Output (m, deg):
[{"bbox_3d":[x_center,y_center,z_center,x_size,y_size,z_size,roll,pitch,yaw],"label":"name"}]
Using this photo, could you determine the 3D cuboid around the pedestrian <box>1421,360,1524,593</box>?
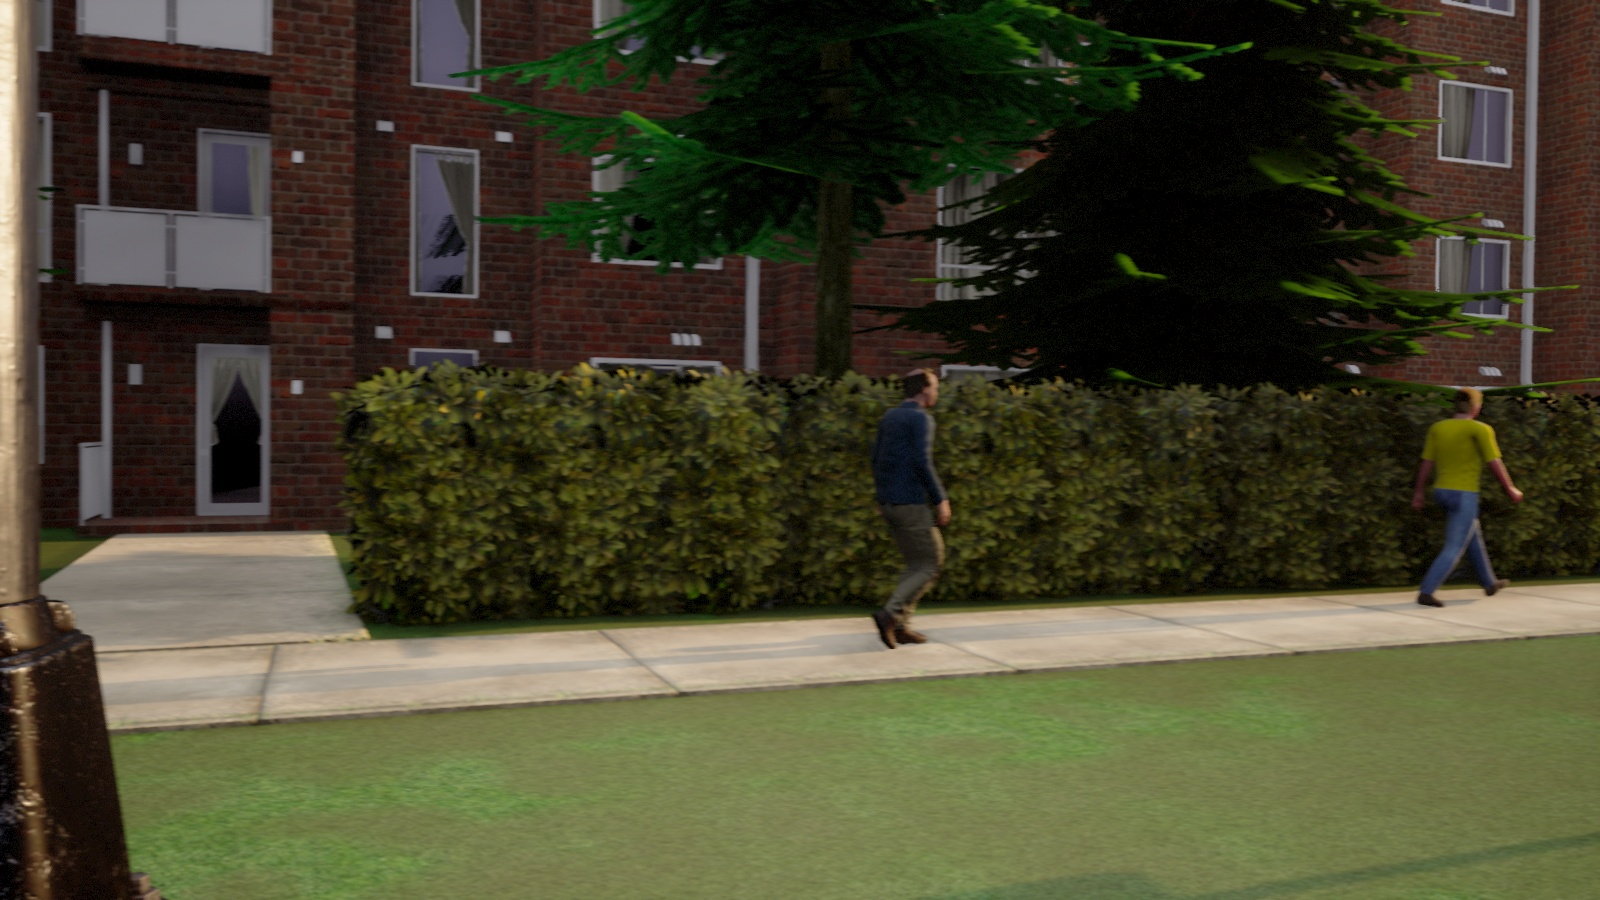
[{"bbox_3d":[5.460,0.202,10.196,0.706,1.836,0.354,-1,1,-21],"label":"pedestrian"}]

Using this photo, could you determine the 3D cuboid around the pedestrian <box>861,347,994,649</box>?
[{"bbox_3d":[0.811,0.288,8.002,0.726,1.842,0.402,-1,1,-24],"label":"pedestrian"}]
